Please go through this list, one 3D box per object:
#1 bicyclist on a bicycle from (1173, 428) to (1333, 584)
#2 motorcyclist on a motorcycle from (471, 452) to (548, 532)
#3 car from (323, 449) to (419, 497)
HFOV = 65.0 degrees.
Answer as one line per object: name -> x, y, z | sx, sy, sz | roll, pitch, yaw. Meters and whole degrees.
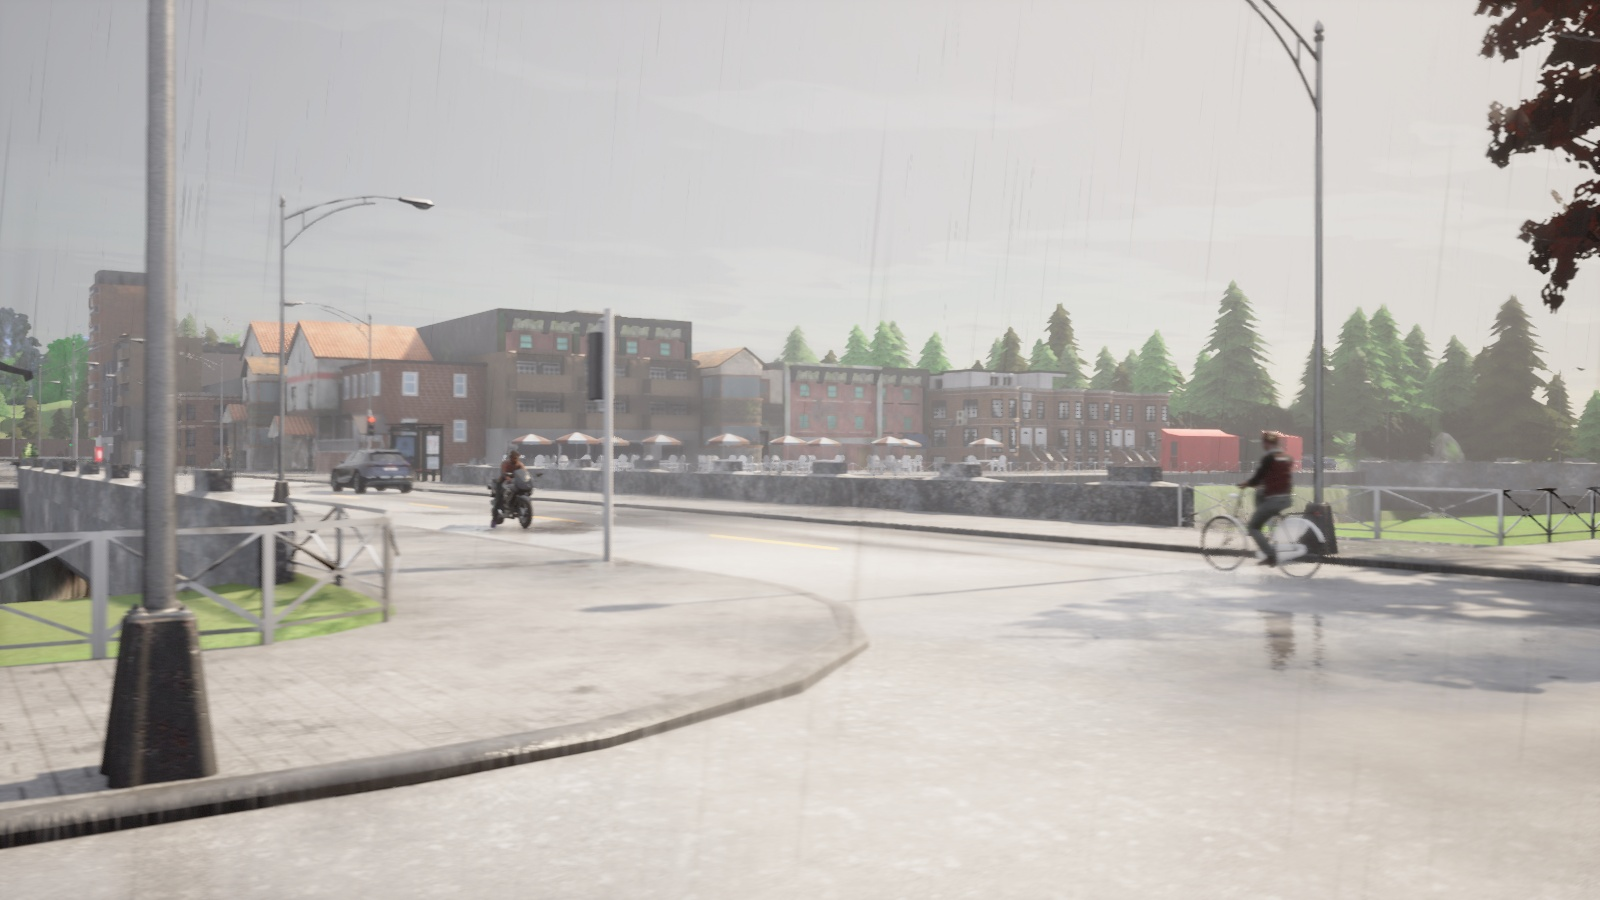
bicyclist on a bicycle -> 5.470, 0.640, 15.274 | 0.659, 1.776, 1.843 | -1, 0, -28
motorcyclist on a motorcycle -> -5.750, 0.796, 24.745 | 0.797, 1.523, 2.044 | 0, 0, -34
car -> -15.727, 0.814, 45.866 | 2.033, 1.649, 4.856 | 0, 0, -35
